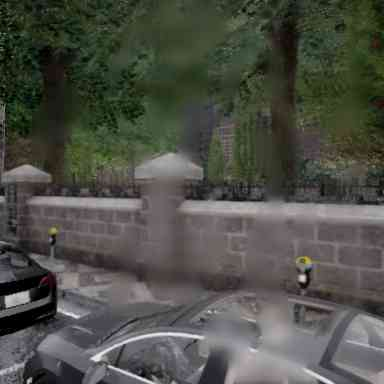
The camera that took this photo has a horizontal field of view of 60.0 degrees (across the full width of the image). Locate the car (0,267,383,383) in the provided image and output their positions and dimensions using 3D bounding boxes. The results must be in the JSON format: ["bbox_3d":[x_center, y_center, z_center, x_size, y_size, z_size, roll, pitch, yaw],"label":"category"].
[{"bbox_3d":[0.342,1.548,2.716,4.403,1.369,2.008,0,0,36],"label":"car"}]

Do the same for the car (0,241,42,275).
[{"bbox_3d":[-4.155,1.545,5.926,4.313,1.339,1.947,0,0,36],"label":"car"}]
